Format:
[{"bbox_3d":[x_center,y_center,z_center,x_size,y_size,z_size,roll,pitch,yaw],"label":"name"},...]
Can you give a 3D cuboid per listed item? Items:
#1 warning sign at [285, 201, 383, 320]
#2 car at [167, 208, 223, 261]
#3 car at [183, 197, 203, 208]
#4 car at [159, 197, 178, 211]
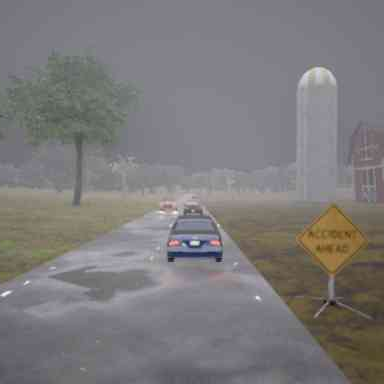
[{"bbox_3d":[2.469,1.120,5.881,1.300,1.860,1.060,1,1,0],"label":"warning sign"},{"bbox_3d":[0.091,1.559,12.314,2.033,1.411,5.357,0,0,0],"label":"car"},{"bbox_3d":[0.102,1.559,33.020,1.812,1.442,4.674,0,0,0],"label":"car"},{"bbox_3d":[-2.832,1.394,40.694,2.097,1.767,4.553,0,0,0],"label":"car"}]
